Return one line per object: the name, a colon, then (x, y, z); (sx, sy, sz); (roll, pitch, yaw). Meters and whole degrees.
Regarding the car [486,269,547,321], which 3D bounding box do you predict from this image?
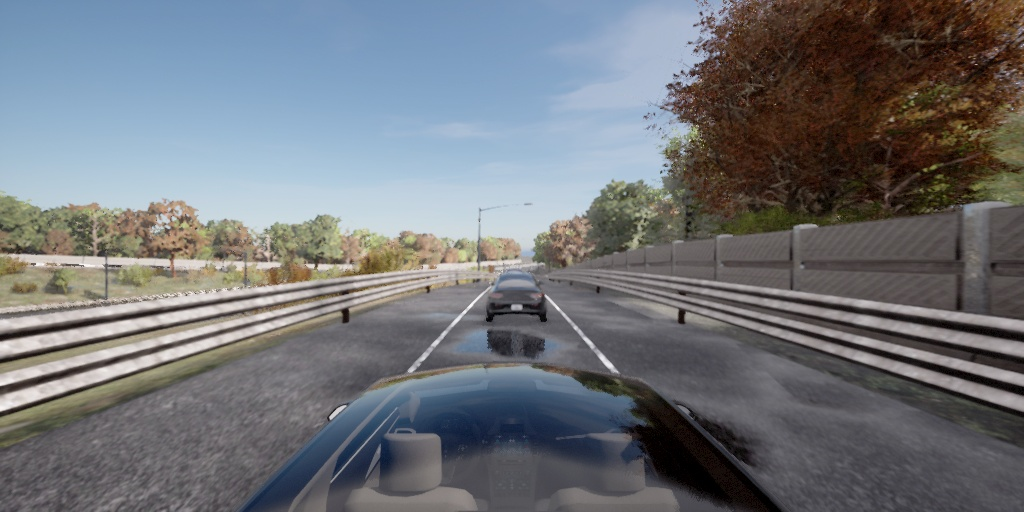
car: (0.139, 1.296, 12.332); (1.812, 1.442, 4.674); (0, -1, 0)
